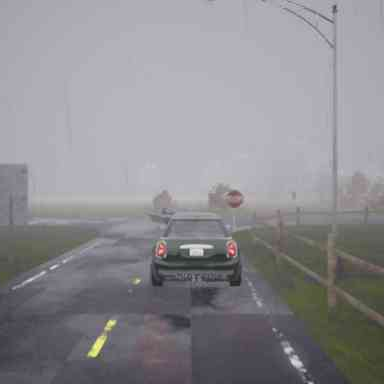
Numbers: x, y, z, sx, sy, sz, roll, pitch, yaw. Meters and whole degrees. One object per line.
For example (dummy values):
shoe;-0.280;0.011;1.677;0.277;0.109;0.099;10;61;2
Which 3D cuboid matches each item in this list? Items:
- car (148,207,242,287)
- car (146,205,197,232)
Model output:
car;0.100;1.350;9.481;2.097;1.767;4.553;0;0;0
car;-1.463;1.596;21.226;1.895;1.301;4.718;0;0;-21
